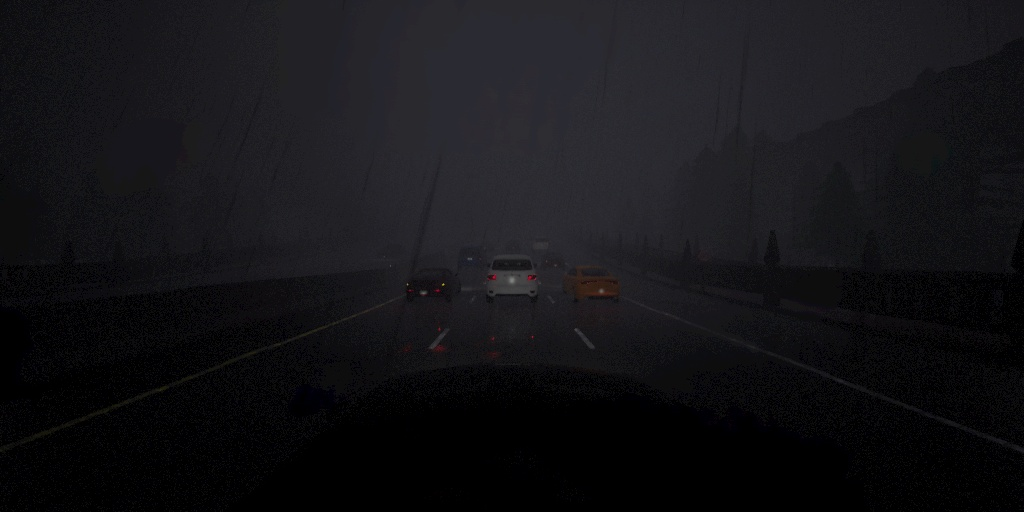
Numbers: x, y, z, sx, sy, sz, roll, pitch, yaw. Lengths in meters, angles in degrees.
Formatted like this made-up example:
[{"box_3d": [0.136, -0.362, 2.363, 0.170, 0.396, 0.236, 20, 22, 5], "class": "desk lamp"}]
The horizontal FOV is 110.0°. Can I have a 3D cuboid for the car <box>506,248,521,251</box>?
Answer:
[{"box_3d": [0.056, 0.407, 31.416, 2.033, 1.411, 5.357, 0, 5, 0], "class": "car"}]

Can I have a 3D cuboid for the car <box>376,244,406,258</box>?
[{"box_3d": [-13.889, -0.641, 41.569, 2.033, 1.411, 5.357, 0, 7, 0], "class": "car"}]

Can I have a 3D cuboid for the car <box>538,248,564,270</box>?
[{"box_3d": [3.556, 0.378, 31.394, 1.812, 1.442, 4.674, 0, 5, 0], "class": "car"}]

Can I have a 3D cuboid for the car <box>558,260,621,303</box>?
[{"box_3d": [3.500, 1.165, 16.483, 1.882, 1.535, 5.008, 0, 1, 0], "class": "car"}]

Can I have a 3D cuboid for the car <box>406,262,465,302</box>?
[{"box_3d": [-3.500, 1.215, 16.483, 1.812, 1.442, 4.674, 0, 1, 0], "class": "car"}]

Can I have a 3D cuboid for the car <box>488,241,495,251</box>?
[{"box_3d": [-3.360, -1.310, 46.616, 1.994, 1.385, 4.181, 0, 7, 0], "class": "car"}]

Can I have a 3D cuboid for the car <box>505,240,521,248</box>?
[{"box_3d": [0.140, -1.397, 46.584, 1.882, 1.535, 5.008, 0, 7, 0], "class": "car"}]

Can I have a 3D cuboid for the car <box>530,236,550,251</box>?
[{"box_3d": [3.640, -1.627, 46.577, 2.150, 2.045, 5.566, 0, 7, 0], "class": "car"}]

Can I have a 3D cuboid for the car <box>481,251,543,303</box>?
[{"box_3d": [0.001, 0.933, 16.508, 2.150, 2.045, 5.566, 0, 1, 0], "class": "car"}]

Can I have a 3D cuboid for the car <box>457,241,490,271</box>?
[{"box_3d": [-3.444, 0.098, 31.446, 2.150, 2.045, 5.566, 0, 5, 0], "class": "car"}]
